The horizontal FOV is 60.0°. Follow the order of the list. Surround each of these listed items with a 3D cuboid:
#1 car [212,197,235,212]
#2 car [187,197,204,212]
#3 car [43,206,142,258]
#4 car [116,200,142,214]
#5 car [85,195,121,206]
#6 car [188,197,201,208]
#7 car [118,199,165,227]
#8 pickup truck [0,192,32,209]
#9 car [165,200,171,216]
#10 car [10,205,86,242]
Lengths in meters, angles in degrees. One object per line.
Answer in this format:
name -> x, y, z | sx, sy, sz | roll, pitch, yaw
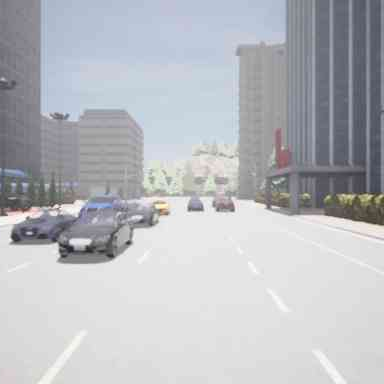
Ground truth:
car -> 3.841, 1.369, 39.232 | 2.097, 1.767, 4.553 | 0, 0, 1
car -> 0.441, 1.581, 39.635 | 1.994, 1.385, 4.181 | 0, 0, 1
car -> -3.503, 1.497, 12.892 | 2.128, 1.511, 4.902 | 0, 0, 1
car -> -6.693, 1.579, 35.691 | 1.994, 1.385, 4.181 | 0, 0, 1
car -> -6.829, 1.233, 25.709 | 2.150, 2.045, 5.566 | 0, 0, 1
car -> 0.442, 1.527, 49.591 | 1.837, 1.490, 4.892 | 0, 0, 1
car -> -3.374, 1.502, 23.148 | 2.128, 1.511, 4.902 | 0, 0, 1
pickup truck -> -19.828, 1.073, 34.385 | 2.390, 2.098, 6.274 | 0, 0, 31
car -> -3.215, 1.492, 33.456 | 1.882, 1.535, 5.008 | 0, 0, 1
car -> -6.966, 1.571, 16.227 | 1.994, 1.385, 4.181 | 0, 0, 0
